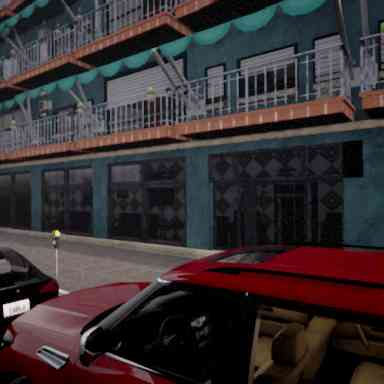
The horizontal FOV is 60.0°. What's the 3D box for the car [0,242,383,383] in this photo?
[{"bbox_3d":[0.608,1.315,2.303,5.009,1.841,2.192,0,-1,36],"label":"car"}]
